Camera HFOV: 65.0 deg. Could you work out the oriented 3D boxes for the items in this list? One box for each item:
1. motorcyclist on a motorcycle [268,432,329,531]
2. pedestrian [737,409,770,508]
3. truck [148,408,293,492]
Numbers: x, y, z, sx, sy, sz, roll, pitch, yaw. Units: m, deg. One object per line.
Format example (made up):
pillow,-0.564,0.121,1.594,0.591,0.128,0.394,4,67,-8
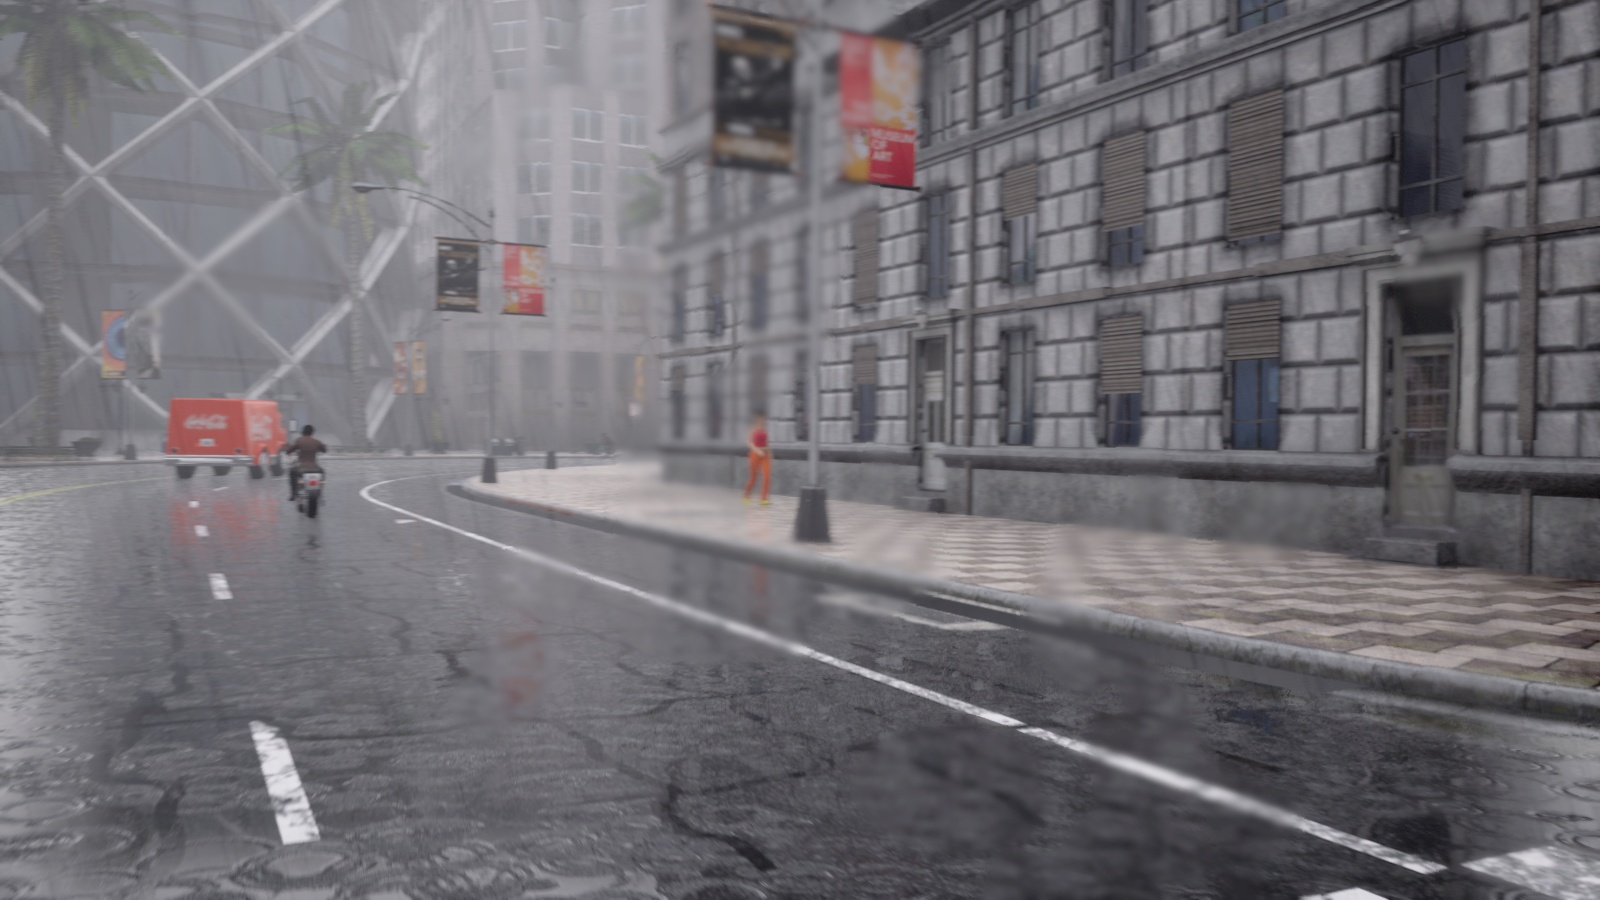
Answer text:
motorcyclist on a motorcycle,-8.885,0.517,22.179,0.766,1.649,2.350,-1,0,-27
pedestrian,-0.880,0.157,23.733,0.345,1.836,0.594,-1,1,-35
truck,-18.154,-0.037,39.662,2.627,2.467,5.204,-1,1,-7
